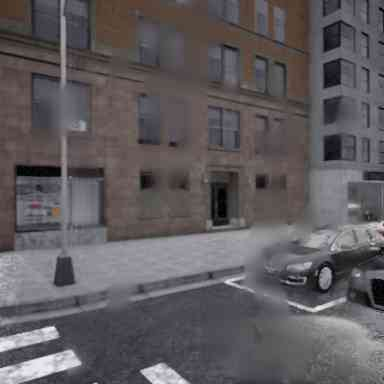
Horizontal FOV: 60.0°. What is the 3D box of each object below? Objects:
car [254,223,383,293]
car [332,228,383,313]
[{"bbox_3d":[3.536,1.528,8.713,4.403,1.369,2.008,0,0,-35],"label":"car"},{"bbox_3d":[4.925,1.535,6.586,4.181,1.385,1.994,0,0,-36],"label":"car"}]
